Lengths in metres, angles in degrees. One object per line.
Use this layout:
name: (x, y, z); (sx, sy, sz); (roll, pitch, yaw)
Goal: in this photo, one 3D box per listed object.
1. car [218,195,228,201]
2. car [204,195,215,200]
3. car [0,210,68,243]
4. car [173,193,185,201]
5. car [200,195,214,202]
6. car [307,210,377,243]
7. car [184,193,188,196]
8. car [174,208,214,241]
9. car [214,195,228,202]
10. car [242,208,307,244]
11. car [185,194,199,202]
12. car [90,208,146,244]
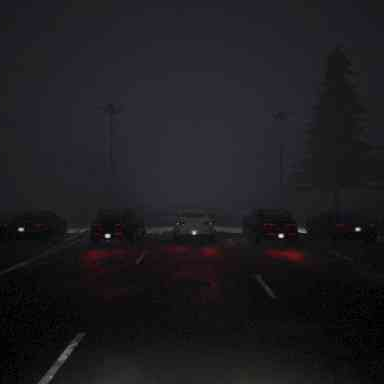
car: (8.500, 1.534, 90.261); (1.812, 1.442, 4.674); (0, 0, 17)
car: (4.882, 1.508, 90.311); (1.895, 1.301, 4.718); (0, 0, 17)
car: (-7.509, 1.575, 16.199); (1.994, 1.385, 4.181); (0, 0, -6)
car: (-3.450, 1.603, 81.483); (1.994, 1.385, 4.181); (0, 0, 2)
car: (3.531, 1.404, 80.343); (2.097, 1.767, 4.553); (0, 0, 2)
car: (7.101, 1.574, 16.246); (1.994, 1.385, 4.181); (0, 0, 0)
car: (-2.109, 1.277, 91.178); (2.150, 2.045, 5.566); (0, 0, 17)
car: (0.091, 1.536, 16.770); (1.812, 1.442, 4.674); (0, 0, 0)
car: (7.032, 1.573, 80.400); (1.812, 1.442, 4.674); (0, 0, 2)
car: (3.602, 1.515, 15.854); (1.837, 1.490, 4.892); (0, 0, 0)
car: (0.044, 1.643, 81.005); (1.895, 1.301, 4.718); (0, 0, 2)
car: (-3.399, 1.515, 15.845); (1.837, 1.490, 4.892); (0, 0, 0)
